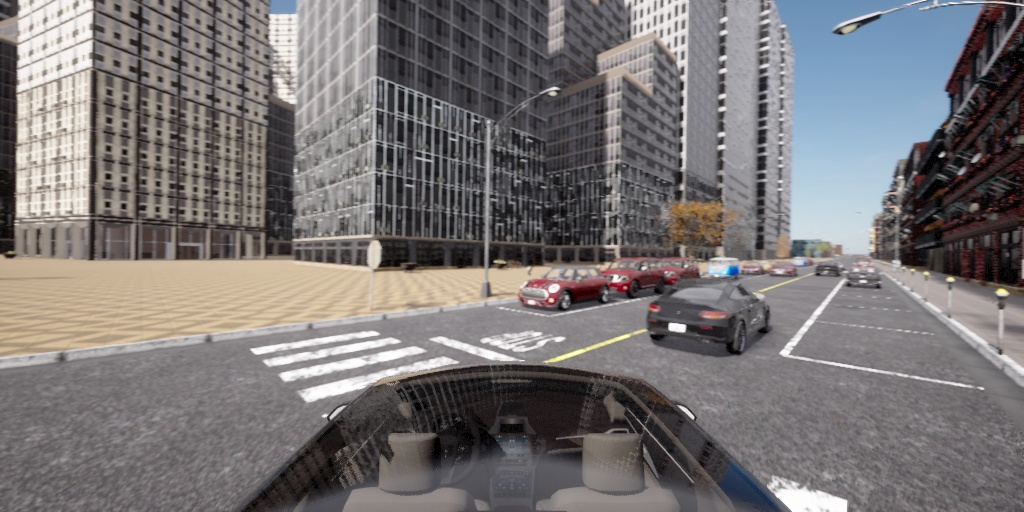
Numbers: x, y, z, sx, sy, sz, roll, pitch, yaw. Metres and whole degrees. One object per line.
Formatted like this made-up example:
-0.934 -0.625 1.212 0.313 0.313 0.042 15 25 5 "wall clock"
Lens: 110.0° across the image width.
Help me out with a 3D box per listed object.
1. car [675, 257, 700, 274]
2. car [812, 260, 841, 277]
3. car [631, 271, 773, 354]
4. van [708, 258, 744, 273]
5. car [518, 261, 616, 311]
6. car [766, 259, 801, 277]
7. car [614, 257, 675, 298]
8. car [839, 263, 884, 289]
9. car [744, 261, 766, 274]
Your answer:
9.976 1.009 22.162 2.192 1.841 5.009 0 0 44 "car"
33.211 1.328 37.664 1.837 1.490 4.892 1 1 45 "car"
4.917 1.275 8.828 1.812 1.442 4.674 1 1 44 "car"
17.867 1.056 30.240 1.690 1.789 3.998 0 0 44 "van"
2.084 1.110 14.084 1.967 1.591 4.097 0 0 44 "car"
27.370 1.297 36.104 1.812 1.442 4.674 1 1 44 "car"
6.029 0.997 18.122 2.192 1.841 5.009 0 0 44 "car"
23.875 1.388 24.398 2.007 1.370 4.403 0 0 44 "car"
25.760 1.314 38.318 1.802 1.307 4.207 0 0 44 "car"
